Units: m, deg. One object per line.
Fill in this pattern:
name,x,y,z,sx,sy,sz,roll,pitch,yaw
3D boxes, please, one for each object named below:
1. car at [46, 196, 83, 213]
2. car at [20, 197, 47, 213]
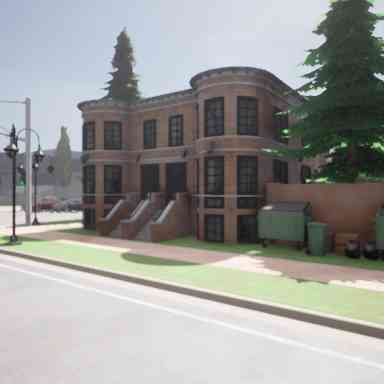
car,-12.941,1.477,36.434,1.837,1.490,4.892,0,0,33
car,-16.651,1.323,37.202,2.097,1.767,4.553,0,0,34
